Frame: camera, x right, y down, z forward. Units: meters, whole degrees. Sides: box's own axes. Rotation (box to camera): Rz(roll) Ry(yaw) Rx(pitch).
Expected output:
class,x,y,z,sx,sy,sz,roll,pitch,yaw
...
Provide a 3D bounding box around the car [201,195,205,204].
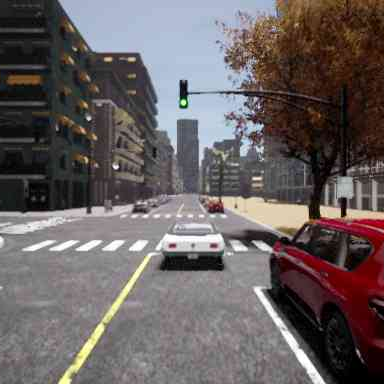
class,x,y,z,sx,sy,sz,roll,pitch,yaw
car,2.674,1.539,49.010,1.752,1.417,4.829,0,0,0

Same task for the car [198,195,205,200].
class,x,y,z,sx,sy,sz,roll,pitch,yaw
car,2.658,1.620,93.101,2.008,1.369,4.403,0,0,0

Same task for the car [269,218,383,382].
class,x,y,z,sx,sy,sz,roll,pitch,yaw
car,2.691,1.314,5.386,2.192,1.841,5.009,0,0,0

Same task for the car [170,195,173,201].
class,x,y,z,sx,sy,sz,roll,pitch,yaw
car,-5.714,1.618,70.967,1.802,1.307,4.206,0,0,0

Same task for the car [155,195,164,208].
class,x,y,z,sx,sy,sz,roll,pitch,yaw
car,-5.706,1.564,48.837,2.008,1.369,4.403,0,0,0

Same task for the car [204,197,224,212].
class,x,y,z,sx,sy,sz,roll,pitch,yaw
car,2.678,1.550,37.774,1.887,1.381,4.507,0,0,0

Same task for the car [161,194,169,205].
class,x,y,z,sx,sy,sz,roll,pitch,yaw
car,-5.710,1.464,59.903,1.967,1.590,4.097,0,0,0

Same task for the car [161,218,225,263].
class,x,y,z,sx,sy,sz,roll,pitch,yaw
car,0.048,1.599,11.963,1.895,1.301,4.718,0,0,0

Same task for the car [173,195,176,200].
class,x,y,z,sx,sy,sz,roll,pitch,yaw
car,-5.719,1.491,82.033,1.967,1.590,4.097,0,0,0

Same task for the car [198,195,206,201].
class,x,y,z,sx,sy,sz,roll,pitch,yaw
car,2.660,1.605,87.569,1.887,1.381,4.507,0,0,0

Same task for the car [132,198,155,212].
class,x,y,z,sx,sy,sz,roll,pitch,yaw
car,-5.702,1.555,37.771,2.008,1.369,4.403,0,0,0

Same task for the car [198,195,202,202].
class,x,y,z,sx,sy,sz,roll,pitch,yaw
car,2.668,1.613,65.437,1.802,1.307,4.206,0,0,0
